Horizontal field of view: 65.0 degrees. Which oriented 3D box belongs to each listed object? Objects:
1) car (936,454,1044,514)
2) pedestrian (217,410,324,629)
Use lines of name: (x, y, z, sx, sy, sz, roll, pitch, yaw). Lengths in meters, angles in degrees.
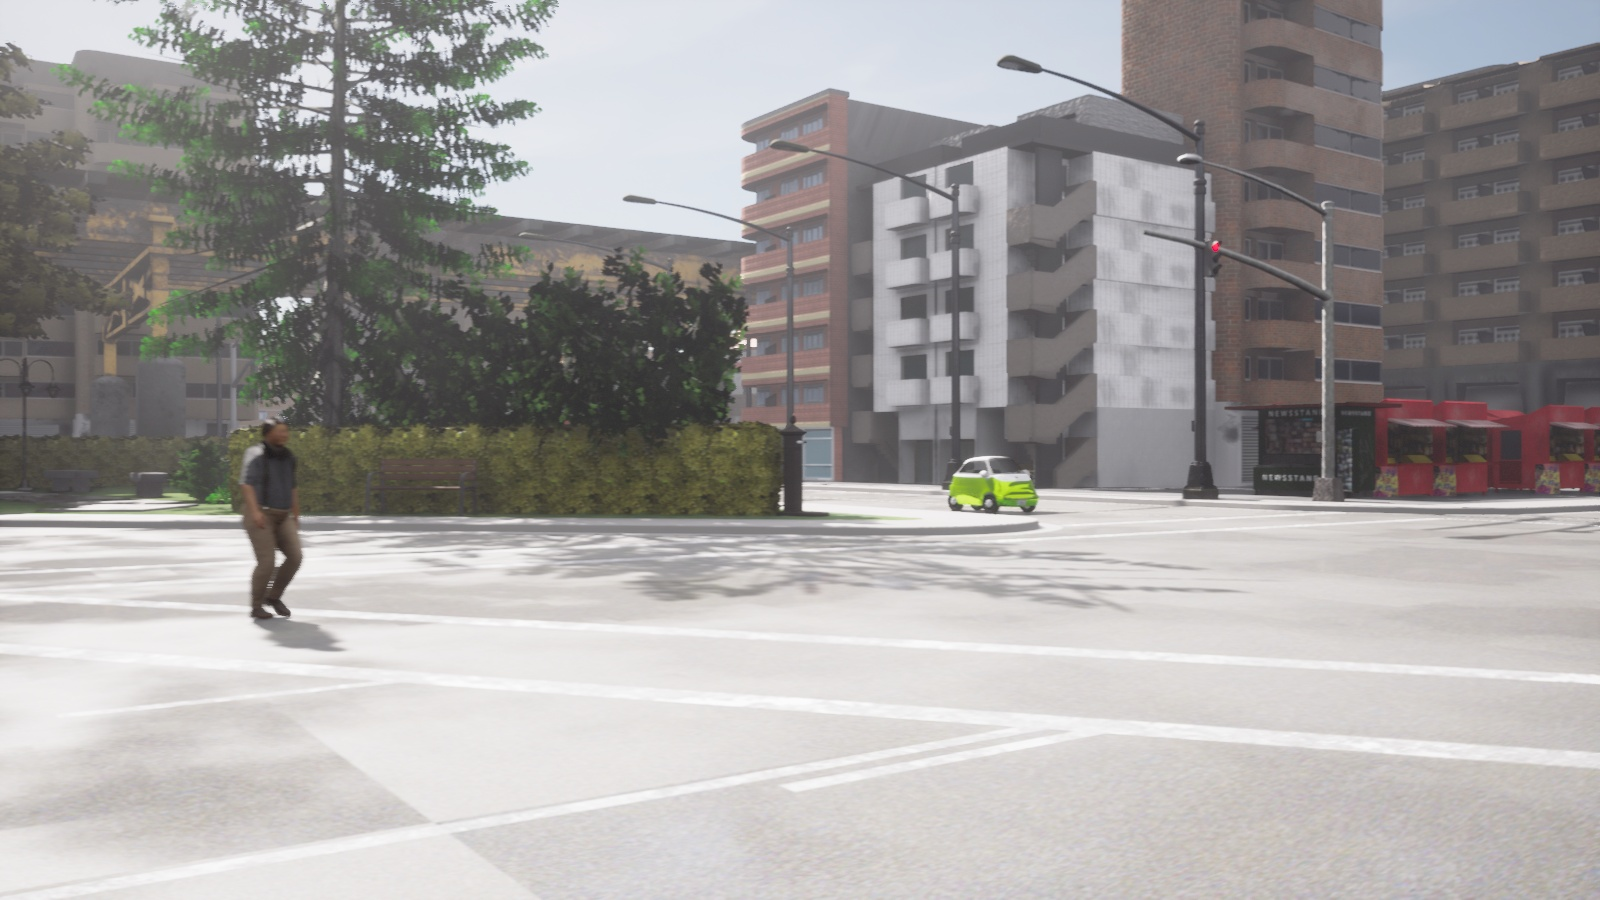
car: (4.623, 0.806, 30.709, 1.481, 1.376, 2.207, 0, 0, -34)
pedestrian: (-4.632, 0.585, 10.989, 0.694, 1.848, 0.540, 0, 0, 28)
